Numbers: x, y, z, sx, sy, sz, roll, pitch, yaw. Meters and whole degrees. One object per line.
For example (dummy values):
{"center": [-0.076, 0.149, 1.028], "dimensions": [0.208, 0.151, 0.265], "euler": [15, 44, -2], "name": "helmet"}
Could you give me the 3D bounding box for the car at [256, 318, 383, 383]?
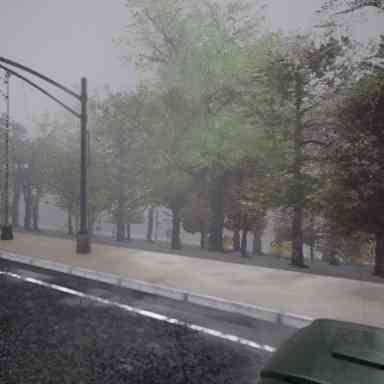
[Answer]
{"center": [2.644, 1.601, 1.804], "dimensions": [4.718, 1.301, 1.895], "euler": [0, 0, 36], "name": "car"}
